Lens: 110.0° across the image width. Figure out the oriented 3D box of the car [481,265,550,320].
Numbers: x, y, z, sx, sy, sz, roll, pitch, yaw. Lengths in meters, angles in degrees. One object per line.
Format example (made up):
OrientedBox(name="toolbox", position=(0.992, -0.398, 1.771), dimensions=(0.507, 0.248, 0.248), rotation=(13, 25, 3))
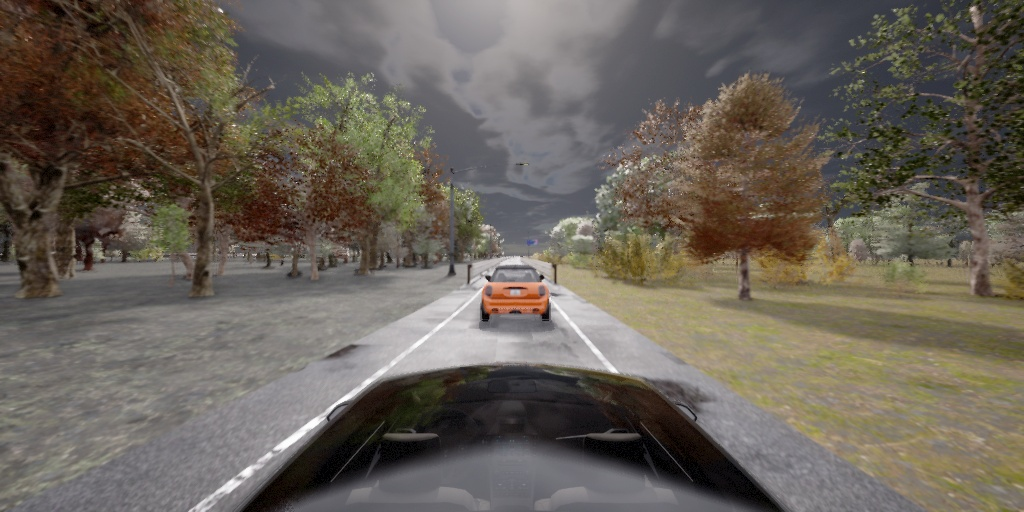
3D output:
OrientedBox(name="car", position=(0.100, 1.079, 12.588), dimensions=(2.097, 1.767, 4.553), rotation=(0, 0, 0))
